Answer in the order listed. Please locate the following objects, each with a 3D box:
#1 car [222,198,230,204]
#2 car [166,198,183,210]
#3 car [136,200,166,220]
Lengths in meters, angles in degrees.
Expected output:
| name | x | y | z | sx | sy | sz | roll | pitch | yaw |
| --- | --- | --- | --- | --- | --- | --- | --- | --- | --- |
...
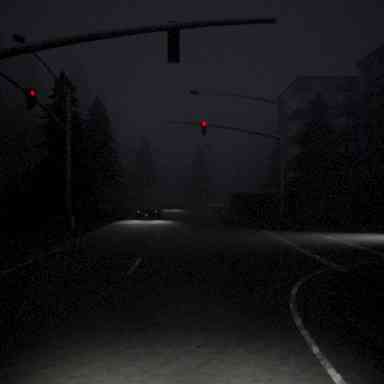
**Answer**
| name | x | y | z | sx | sy | sz | roll | pitch | yaw |
| --- | --- | --- | --- | --- | --- | --- | --- | --- | --- |
| car | 7.990 | 1.508 | 61.899 | 5.357 | 1.411 | 2.033 | 0 | 0 | -41 |
| car | -2.449 | 1.497 | 43.744 | 1.812 | 1.442 | 4.674 | 0 | 0 | 12 |
| car | -3.502 | 1.507 | 28.043 | 1.812 | 1.442 | 4.674 | 0 | 0 | 1 |
